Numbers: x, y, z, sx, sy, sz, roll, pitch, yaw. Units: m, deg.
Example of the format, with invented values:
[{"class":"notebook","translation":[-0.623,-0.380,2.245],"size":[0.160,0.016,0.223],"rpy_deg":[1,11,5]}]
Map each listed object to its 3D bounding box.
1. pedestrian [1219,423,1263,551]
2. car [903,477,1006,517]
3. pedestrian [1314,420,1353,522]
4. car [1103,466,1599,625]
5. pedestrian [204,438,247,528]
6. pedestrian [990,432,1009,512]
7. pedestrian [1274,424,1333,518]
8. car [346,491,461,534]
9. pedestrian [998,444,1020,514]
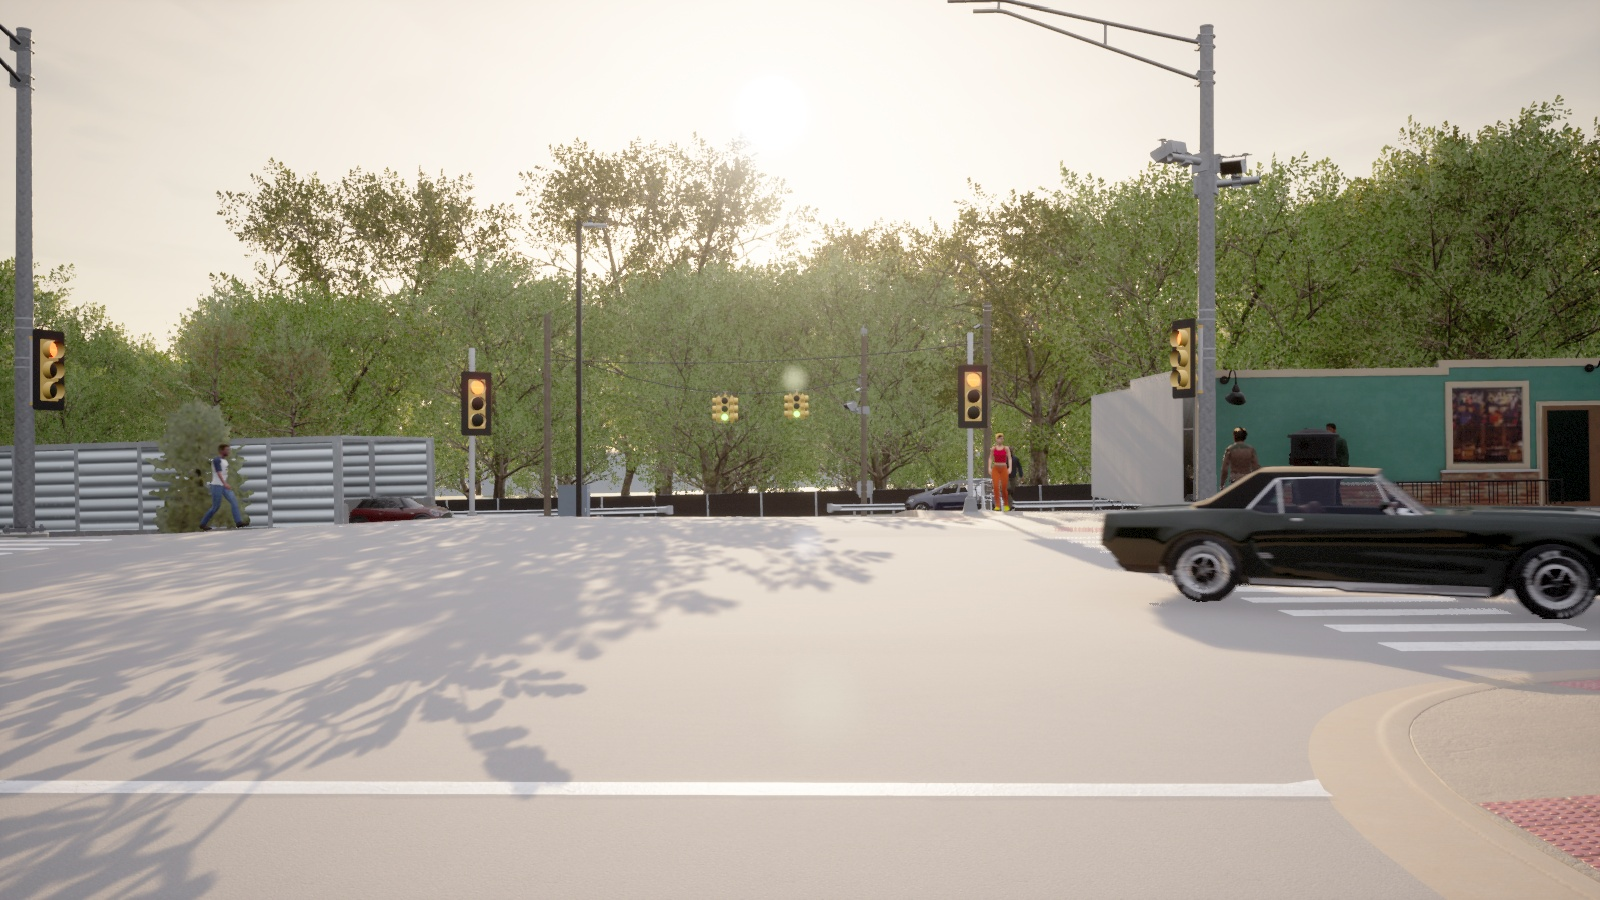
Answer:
[{"class":"pedestrian","translation":[6.327,0.520,18.031],"size":[0.328,1.805,0.869],"rpy_deg":[0,0,0]},{"class":"car","translation":[7.190,2.190,58.496],"size":[4.611,1.667,2.242],"rpy_deg":[-2,0,8]},{"class":"pedestrian","translation":[10.383,0.404,24.436],"size":[0.788,1.949,0.423],"rpy_deg":[0,0,-44]},{"class":"car","translation":[5.524,0.823,12.189],"size":[4.718,1.301,1.895],"rpy_deg":[0,0,27]},{"class":"pedestrian","translation":[-11.786,0.678,25.760],"size":[0.706,1.836,0.354],"rpy_deg":[0,0,0]},{"class":"pedestrian","translation":[4.640,0.496,29.156],"size":[0.345,1.836,0.594],"rpy_deg":[0,0,17]},{"class":"pedestrian","translation":[9.977,0.413,24.910],"size":[0.899,1.844,0.634],"rpy_deg":[0,0,-4]},{"class":"car","translation":[-18.254,2.887,57.954],"size":[4.553,1.767,2.097],"rpy_deg":[-2,0,6]},{"class":"pedestrian","translation":[5.578,0.769,33.496],"size":[0.402,1.842,0.726],"rpy_deg":[0,0,-6]}]
